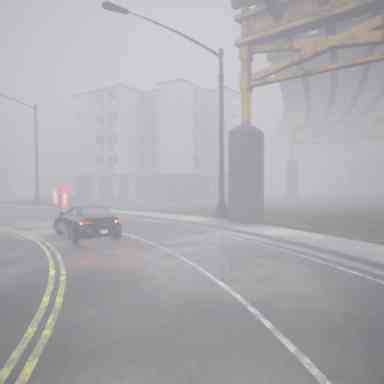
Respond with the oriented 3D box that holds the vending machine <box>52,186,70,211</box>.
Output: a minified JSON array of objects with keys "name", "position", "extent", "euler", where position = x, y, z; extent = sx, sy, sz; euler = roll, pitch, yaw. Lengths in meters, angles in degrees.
[{"name":"vending machine","position":[-11.668,0.552,29.638],"extent":[0.880,2.100,1.100],"euler":[1,2,33]}]

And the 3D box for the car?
[{"name":"car","position":[-4.413,1.216,13.893],"extent":[1.812,1.442,4.674],"euler":[-1,1,-33]}]
